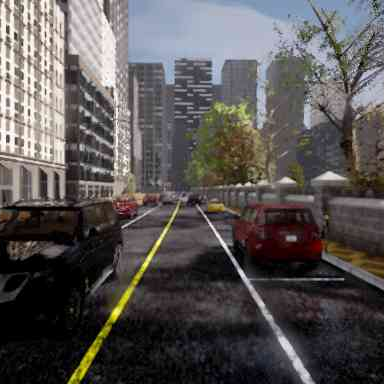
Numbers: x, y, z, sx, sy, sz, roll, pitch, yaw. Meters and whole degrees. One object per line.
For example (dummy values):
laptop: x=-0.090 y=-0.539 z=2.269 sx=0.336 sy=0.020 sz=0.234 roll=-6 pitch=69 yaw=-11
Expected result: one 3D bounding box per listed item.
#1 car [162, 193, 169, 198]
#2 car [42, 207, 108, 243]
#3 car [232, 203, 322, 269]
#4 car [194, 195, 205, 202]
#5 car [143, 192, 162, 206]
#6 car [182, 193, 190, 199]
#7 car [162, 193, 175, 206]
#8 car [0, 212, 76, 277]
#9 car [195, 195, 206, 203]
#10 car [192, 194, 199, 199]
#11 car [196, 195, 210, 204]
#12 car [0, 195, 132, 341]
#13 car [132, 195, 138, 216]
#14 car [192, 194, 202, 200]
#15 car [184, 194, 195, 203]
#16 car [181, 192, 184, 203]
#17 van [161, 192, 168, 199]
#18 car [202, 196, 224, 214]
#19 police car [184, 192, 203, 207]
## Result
car: x=-7.348 y=1.083 z=93.973 sx=1.802 sy=1.307 sz=4.206 roll=0 pitch=0 yaw=-2
car: x=-5.544 y=1.503 z=16.375 sx=1.802 sy=1.307 sz=4.206 roll=0 pitch=0 yaw=-1
car: x=2.526 y=1.262 z=10.899 sx=2.192 sy=1.841 sz=5.009 roll=0 pitch=0 yaw=0
car: x=1.431 y=1.223 z=66.371 sx=1.947 sy=1.339 sz=4.313 roll=0 pitch=0 yaw=-2
car: x=-6.143 y=1.065 z=49.658 sx=2.192 sy=1.841 sz=5.009 roll=0 pitch=0 yaw=-1
car: x=-1.541 y=0.990 z=81.420 sx=1.882 sy=1.535 sz=5.008 roll=0 pitch=0 yaw=-2
car: x=-3.516 y=1.296 z=49.931 sx=2.033 sy=1.411 sz=5.357 roll=0 pitch=0 yaw=-1
car: x=-5.499 y=1.493 z=10.825 sx=1.887 sy=1.381 sz=4.507 roll=0 pitch=0 yaw=0
car: x=1.583 y=1.270 z=60.823 sx=1.802 sy=1.307 sz=4.206 roll=0 pitch=0 yaw=-2
car: x=0.827 y=1.114 z=88.562 sx=1.802 sy=1.307 sz=4.206 roll=0 pitch=0 yaw=-2
car: x=1.734 y=1.269 z=55.275 sx=2.008 sy=1.369 sz=4.403 roll=0 pitch=0 yaw=-2
car: x=-2.874 y=1.189 z=6.825 sx=2.150 sy=2.045 sz=5.566 roll=0 pitch=0 yaw=0
car: x=-5.678 y=1.181 z=27.467 sx=2.192 sy=1.841 sz=5.009 roll=0 pitch=0 yaw=-1
car: x=1.129 y=1.162 z=77.466 sx=1.947 sy=1.339 sz=4.313 roll=0 pitch=0 yaw=-2
car: x=-0.491 y=1.128 z=63.816 sx=1.801 sy=1.575 sz=5.366 roll=0 pitch=0 yaw=3
car: x=-0.536 y=1.233 z=57.383 sx=1.812 sy=1.442 sz=4.674 roll=0 pitch=0 yaw=-14
van: x=-7.197 y=0.875 z=88.433 sx=1.690 sy=1.788 sz=3.998 roll=0 pitch=0 yaw=-2
car: x=2.252 y=1.361 z=33.259 sx=1.752 sy=1.417 sz=4.829 roll=0 pitch=0 yaw=-1
police car: x=0.196 y=1.185 z=47.712 sx=1.930 sy=1.638 sz=5.238 roll=0 pitch=0 yaw=-1
